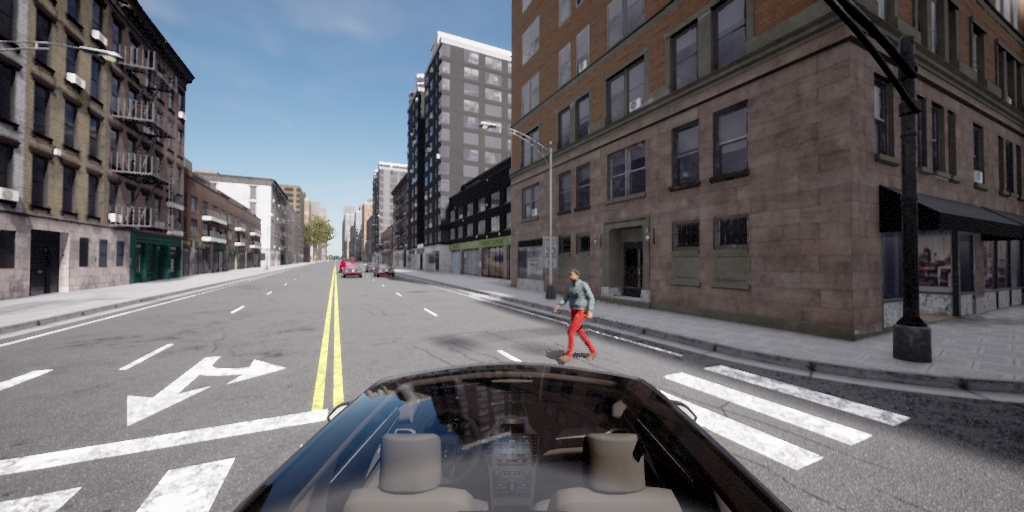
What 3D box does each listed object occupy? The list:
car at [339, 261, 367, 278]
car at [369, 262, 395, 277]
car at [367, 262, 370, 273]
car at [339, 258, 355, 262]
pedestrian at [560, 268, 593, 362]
[{"bbox_3d":[-17.133,1.565,38.417,2.033,1.411,5.357,1,-1,-26],"label":"car"},{"bbox_3d":[-14.300,1.601,39.980,2.033,1.411,5.357,1,-1,-26],"label":"car"},{"bbox_3d":[-20.108,1.625,51.774,2.128,1.511,4.902,1,-1,-26],"label":"car"},{"bbox_3d":[-22.710,1.316,49.692,2.150,2.045,5.566,1,-1,-26],"label":"car"},{"bbox_3d":[1.235,1.089,6.851,0.375,1.860,0.375,1,-1,-26],"label":"pedestrian"}]
